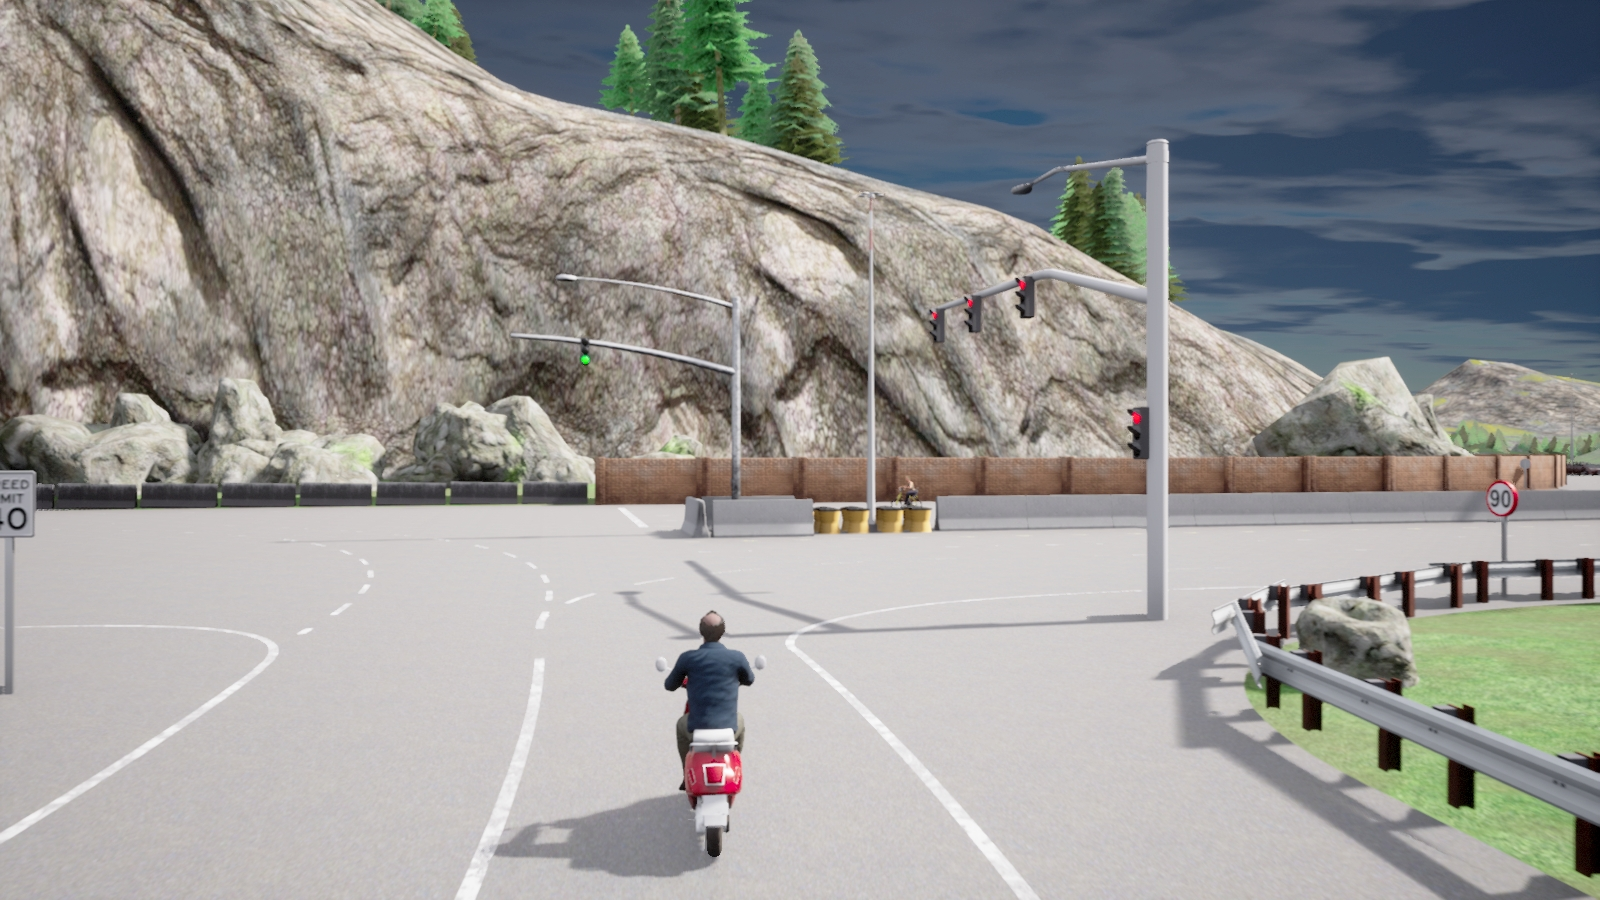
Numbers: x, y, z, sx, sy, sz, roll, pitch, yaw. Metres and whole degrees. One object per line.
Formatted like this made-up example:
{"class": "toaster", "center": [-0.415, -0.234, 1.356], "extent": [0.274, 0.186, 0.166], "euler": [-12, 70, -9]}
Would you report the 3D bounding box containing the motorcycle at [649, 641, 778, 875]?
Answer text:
{"class": "motorcycle", "center": [-0.664, 2.182, 8.462], "extent": [0.856, 1.236, 1.805], "euler": [0, 0, -6]}
